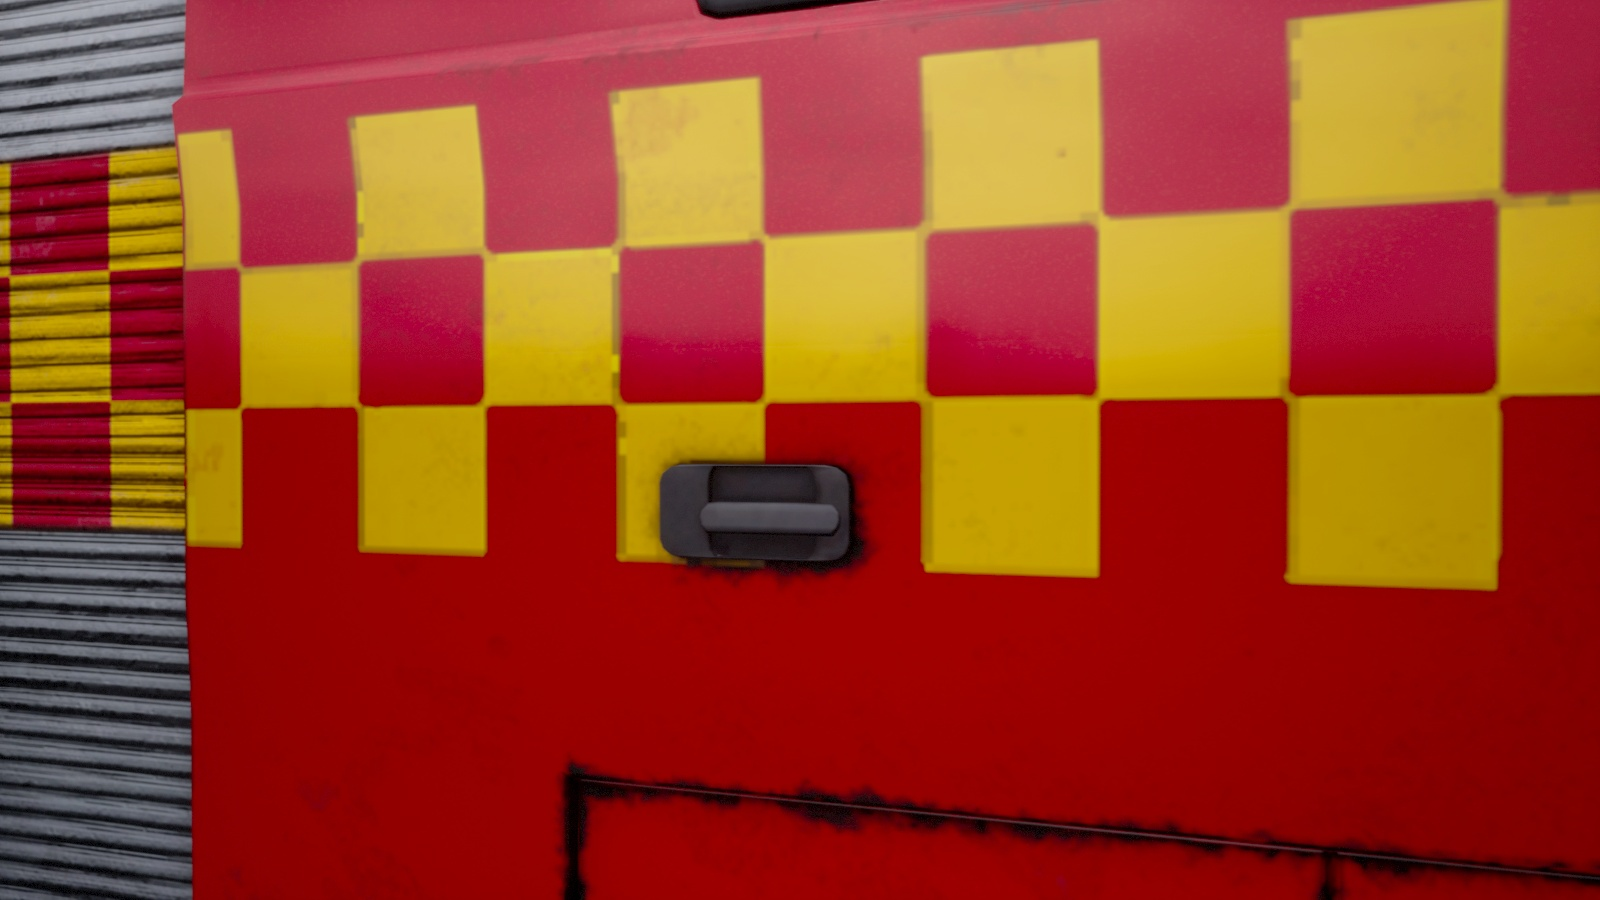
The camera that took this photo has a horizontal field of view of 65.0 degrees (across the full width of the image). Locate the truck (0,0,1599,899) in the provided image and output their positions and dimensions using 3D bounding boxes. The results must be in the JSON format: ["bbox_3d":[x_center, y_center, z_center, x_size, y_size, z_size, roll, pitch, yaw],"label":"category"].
[{"bbox_3d":[0.426,-0.385,3.032,8.468,3.827,2.891,1,1,19],"label":"truck"}]
